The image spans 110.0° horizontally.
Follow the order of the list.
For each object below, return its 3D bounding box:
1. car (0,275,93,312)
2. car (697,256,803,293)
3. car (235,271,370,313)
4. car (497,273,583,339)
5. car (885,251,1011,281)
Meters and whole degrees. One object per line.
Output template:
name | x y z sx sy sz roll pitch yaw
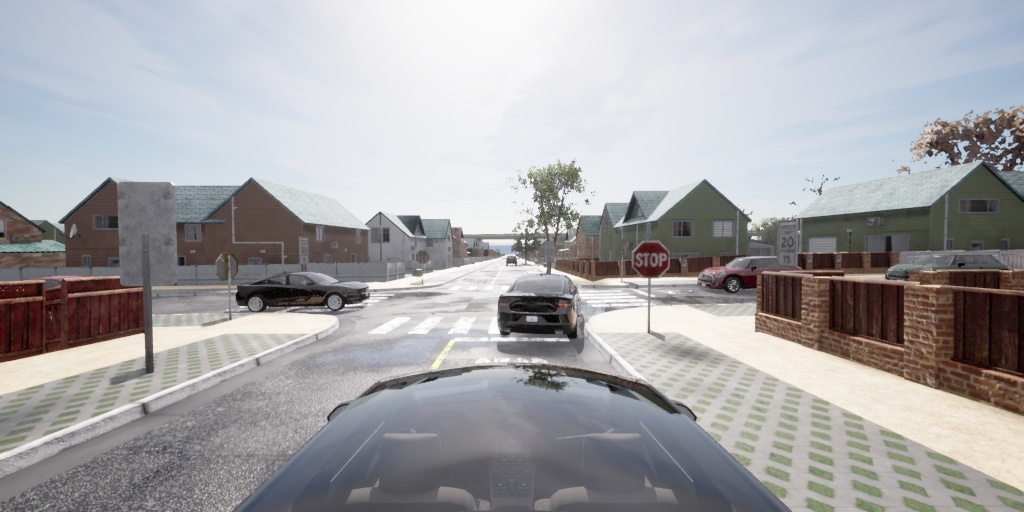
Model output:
car | -18.036 1.547 14.694 5.008 1.535 1.882 -1 2 0
car | 11.788 0.820 17.872 4.553 1.767 2.097 -1 2 0
car | -8.483 1.376 14.767 5.008 1.535 1.882 -1 2 0
car | 0.948 1.224 10.251 1.882 1.535 5.008 0 0 12
car | 21.683 0.646 17.955 4.553 1.767 2.097 -1 2 0
